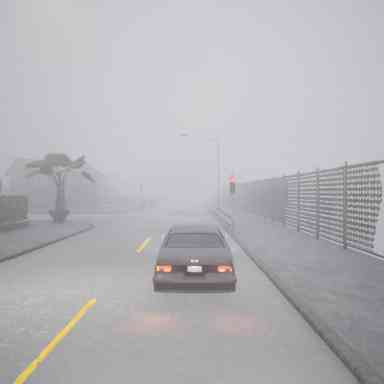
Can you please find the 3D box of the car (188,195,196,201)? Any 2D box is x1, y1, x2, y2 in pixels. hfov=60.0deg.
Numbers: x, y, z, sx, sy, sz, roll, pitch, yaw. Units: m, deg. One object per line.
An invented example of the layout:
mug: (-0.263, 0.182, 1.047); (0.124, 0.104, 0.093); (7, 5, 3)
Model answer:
car: (0.083, 1.552, 86.644); (1.994, 1.385, 4.181); (0, 0, 0)

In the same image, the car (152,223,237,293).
car: (0.072, 1.547, 8.994); (2.033, 1.411, 5.357); (0, 0, 1)
